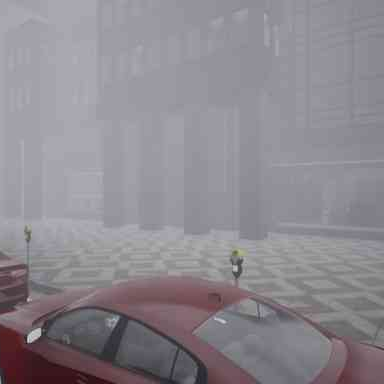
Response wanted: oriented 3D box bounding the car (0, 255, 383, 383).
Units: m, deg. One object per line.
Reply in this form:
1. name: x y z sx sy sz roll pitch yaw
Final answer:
1. car: -0.418 1.545 3.262 4.507 1.381 1.887 0 0 36

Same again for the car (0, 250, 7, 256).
1. car: -5.002 1.545 6.540 4.507 1.381 1.887 0 0 36
